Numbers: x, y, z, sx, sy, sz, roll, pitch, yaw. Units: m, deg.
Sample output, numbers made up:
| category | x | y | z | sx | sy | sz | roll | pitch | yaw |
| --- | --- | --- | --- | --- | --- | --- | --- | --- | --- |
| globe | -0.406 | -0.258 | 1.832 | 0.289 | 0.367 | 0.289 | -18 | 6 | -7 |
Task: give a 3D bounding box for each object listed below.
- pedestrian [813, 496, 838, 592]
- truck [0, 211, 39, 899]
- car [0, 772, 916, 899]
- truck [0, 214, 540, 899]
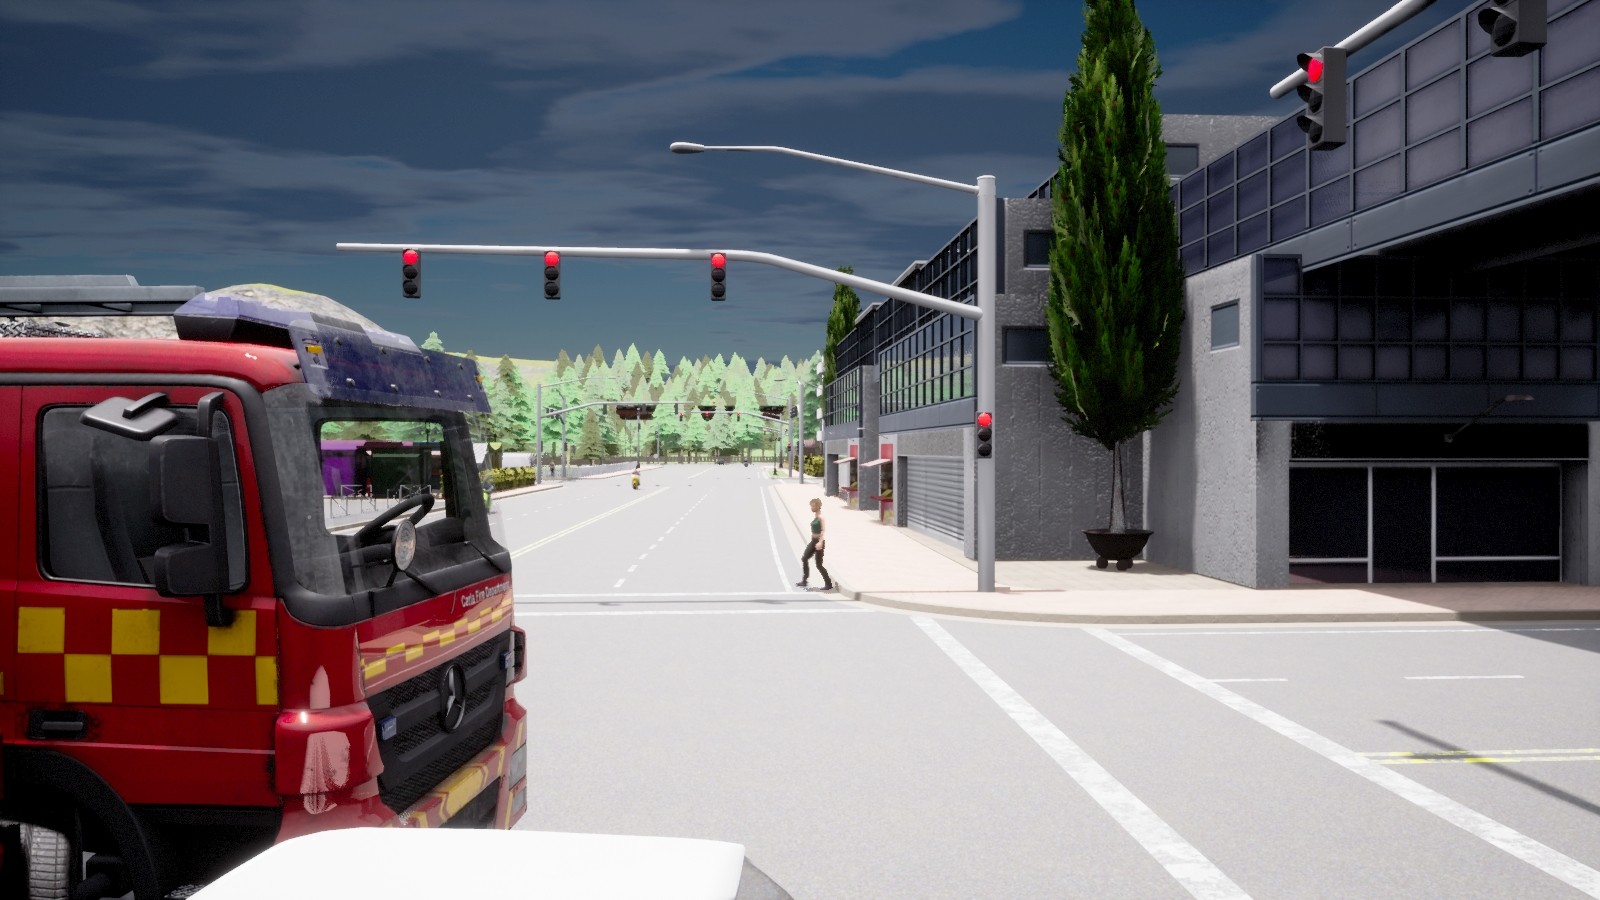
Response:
| category | x | y | z | sx | sy | sz | roll | pitch | yaw |
| --- | --- | --- | --- | --- | --- | --- | --- | --- | --- |
| pedestrian | 0.498 | 1.848 | 22.521 | 0.375 | 1.860 | 0.375 | 0 | 0 | -20 |
| truck | -7.587 | 0.890 | 3.490 | 8.468 | 3.827 | 2.891 | 0 | 0 | -3 |
| car | -1.549 | 2.065 | 3.579 | 3.806 | 1.475 | 1.970 | 0 | 0 | 5 |
| truck | -6.102 | 0.890 | 6.659 | 8.468 | 3.827 | 2.891 | 0 | 0 | 4 |
